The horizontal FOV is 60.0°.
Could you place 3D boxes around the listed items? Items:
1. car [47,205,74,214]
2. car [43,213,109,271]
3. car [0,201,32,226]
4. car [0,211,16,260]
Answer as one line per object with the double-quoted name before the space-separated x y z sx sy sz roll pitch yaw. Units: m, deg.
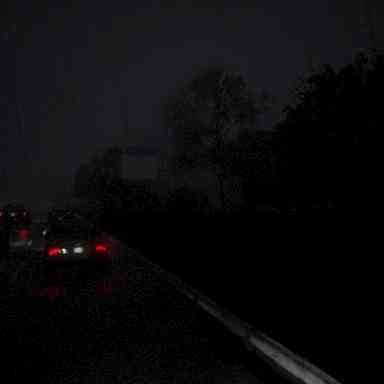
"car" -10.824 1.845 27.401 2.128 1.511 4.902 0 -1 -23
"car" -4.108 1.694 11.548 2.033 1.411 5.357 0 -1 -23
"car" -13.818 1.715 26.136 2.097 1.767 4.553 0 -1 -22
"car" -7.940 1.689 12.311 1.837 1.490 4.892 0 0 -22
